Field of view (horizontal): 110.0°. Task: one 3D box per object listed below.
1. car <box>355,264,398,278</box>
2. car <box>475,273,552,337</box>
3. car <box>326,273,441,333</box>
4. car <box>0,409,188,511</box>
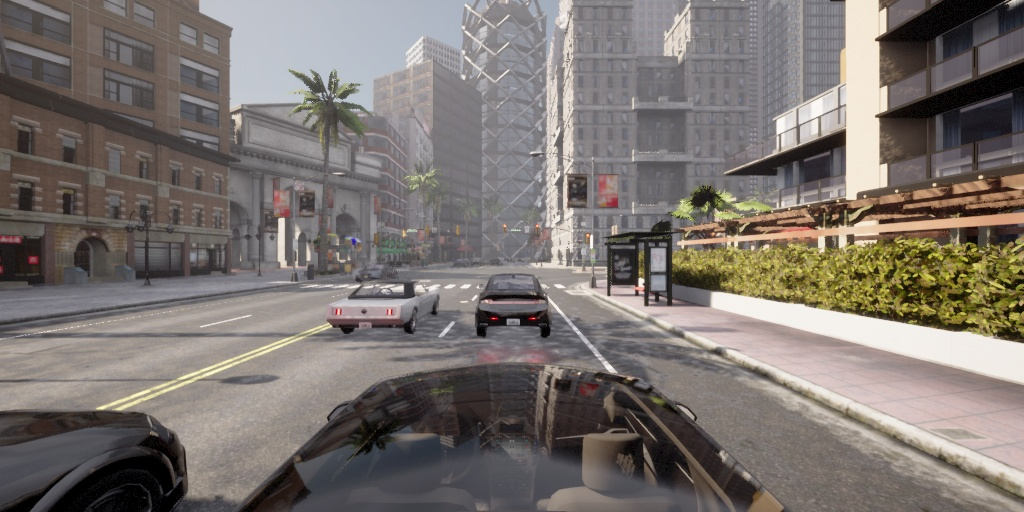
[{"bbox_3d":[-10.408,1.314,27.788,1.994,1.385,4.181,0,0,3],"label":"car"},{"bbox_3d":[0.042,1.241,10.329,2.128,1.511,4.902,0,0,0],"label":"car"},{"bbox_3d":[-3.457,1.351,10.708,1.895,1.301,4.718,0,0,0],"label":"car"},{"bbox_3d":[-3.392,1.314,0.889,1.994,1.385,4.181,0,0,0],"label":"car"}]
